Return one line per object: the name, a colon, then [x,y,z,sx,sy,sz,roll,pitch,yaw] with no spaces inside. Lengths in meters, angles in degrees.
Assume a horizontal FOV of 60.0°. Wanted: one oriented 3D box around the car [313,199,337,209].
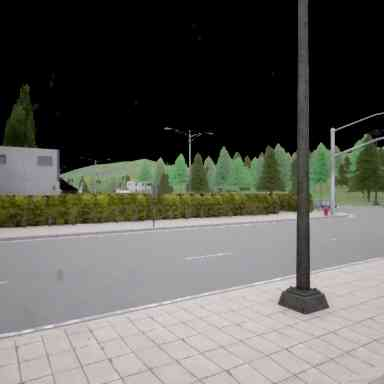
car: [16.696,1.601,44.231,1.895,1.301,4.718,0,0,-32]
